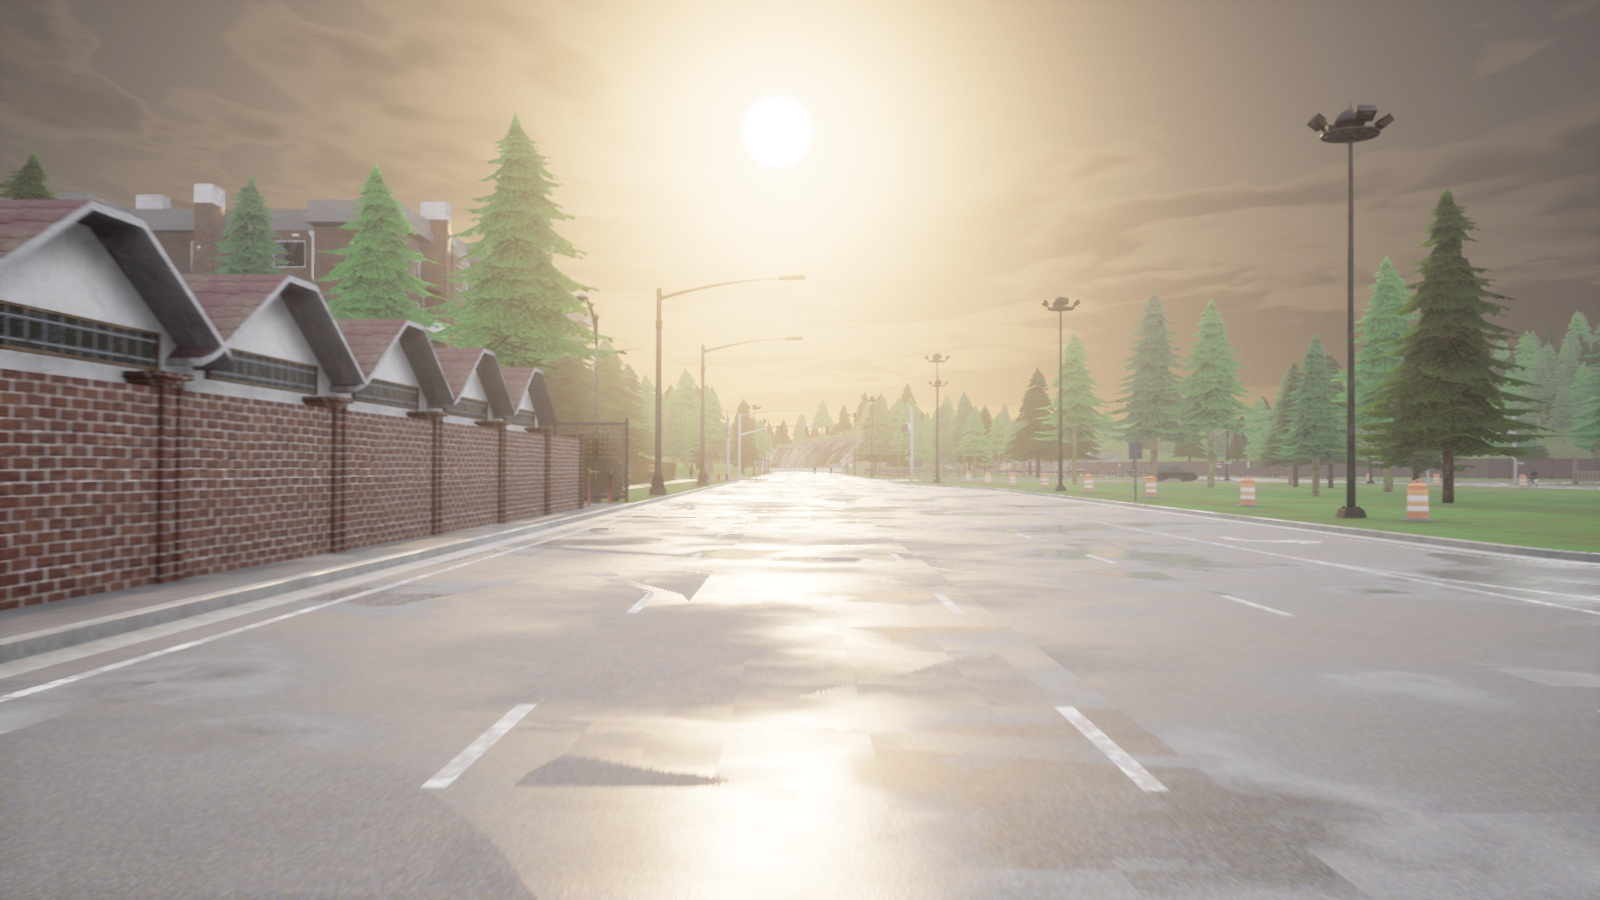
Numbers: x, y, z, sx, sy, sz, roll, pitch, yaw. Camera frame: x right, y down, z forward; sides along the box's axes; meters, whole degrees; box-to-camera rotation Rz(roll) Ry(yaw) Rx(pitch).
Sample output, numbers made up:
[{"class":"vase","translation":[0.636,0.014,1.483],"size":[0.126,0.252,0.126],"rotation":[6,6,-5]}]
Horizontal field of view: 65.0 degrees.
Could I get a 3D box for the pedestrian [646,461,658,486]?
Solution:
[{"class":"pedestrian","translation":[-11.229,1.804,95.265],"size":[0.874,1.855,0.900],"rotation":[0,-1,-1]}]
